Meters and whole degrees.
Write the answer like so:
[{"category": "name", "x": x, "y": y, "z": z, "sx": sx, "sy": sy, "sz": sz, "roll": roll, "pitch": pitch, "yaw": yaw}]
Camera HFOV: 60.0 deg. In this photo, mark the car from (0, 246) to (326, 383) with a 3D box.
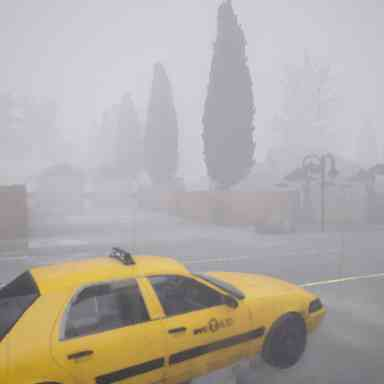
[{"category": "car", "x": -0.593, "y": 1.457, "z": 4.086, "sx": 5.366, "sy": 1.575, "sz": 1.801, "roll": 0, "pitch": 0, "yaw": -32}]
